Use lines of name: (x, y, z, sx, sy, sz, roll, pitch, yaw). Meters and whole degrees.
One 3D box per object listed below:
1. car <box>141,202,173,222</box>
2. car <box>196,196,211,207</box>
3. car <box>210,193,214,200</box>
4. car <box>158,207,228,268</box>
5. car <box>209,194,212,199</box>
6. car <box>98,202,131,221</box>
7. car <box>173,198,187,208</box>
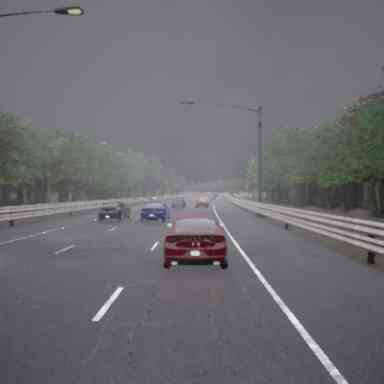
car: (-2.892, 1.571, 26.994, 1.882, 1.535, 5.008, 0, 0, 2)
car: (1.614, 1.741, 51.293, 1.895, 1.301, 4.718, 0, 0, 3)
car: (3.510, 1.674, 78.000, 1.837, 1.490, 4.892, 0, 0, 5)
car: (0.131, 1.514, 11.459, 1.882, 1.535, 5.008, 0, 0, 1)
car: (2.371, 1.638, 63.124, 1.882, 1.535, 5.008, 0, 0, 4)
car: (-6.368, 1.609, 27.789, 1.837, 1.490, 4.892, 0, 0, 2)
car: (-1.875, 1.637, 49.962, 2.128, 1.511, 4.902, 0, 0, 3)
